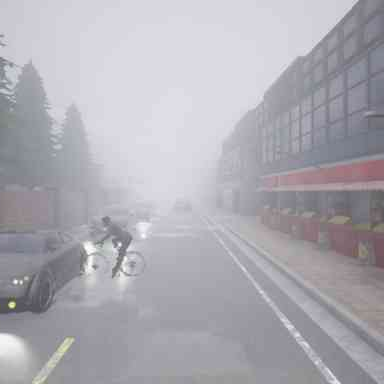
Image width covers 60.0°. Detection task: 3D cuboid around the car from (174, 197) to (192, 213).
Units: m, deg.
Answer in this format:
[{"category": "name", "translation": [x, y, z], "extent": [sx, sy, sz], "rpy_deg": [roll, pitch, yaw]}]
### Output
[{"category": "car", "translation": [-1.025, 1.491, 37.270], "extent": [2.128, 1.511, 4.902], "rpy_deg": [0, 0, -2]}]

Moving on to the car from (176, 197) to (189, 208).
[{"category": "car", "translation": [-1.388, 1.477, 48.354], "extent": [1.882, 1.535, 5.008], "rpy_deg": [0, 0, -1]}]

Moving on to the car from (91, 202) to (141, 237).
[{"category": "car", "translation": [-4.099, 1.507, 17.856], "extent": [1.837, 1.490, 4.892], "rpy_deg": [0, -1, -2]}]

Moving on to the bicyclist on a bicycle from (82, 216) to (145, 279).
[{"category": "bicyclist on a bicycle", "translation": [-2.066, 1.453, 8.721], "extent": [1.656, 1.620, 0.582], "rpy_deg": [-2, 0, -2]}]

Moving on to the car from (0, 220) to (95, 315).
[{"category": "car", "translation": [-3.790, 1.564, 7.474], "extent": [1.994, 1.385, 4.181], "rpy_deg": [0, 0, -2]}]

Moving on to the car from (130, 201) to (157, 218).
[{"category": "car", "translation": [-4.476, 1.601, 31.265], "extent": [1.895, 1.301, 4.718], "rpy_deg": [0, 0, -1]}]

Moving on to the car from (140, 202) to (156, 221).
[{"category": "car", "translation": [-4.273, 1.564, 26.662], "extent": [1.994, 1.385, 4.181], "rpy_deg": [0, 0, -2]}]
